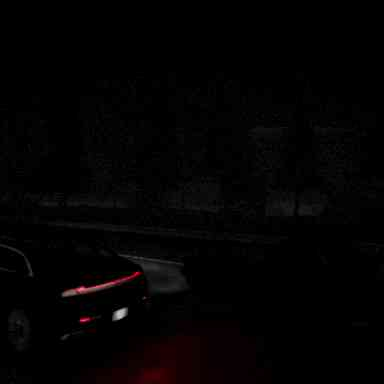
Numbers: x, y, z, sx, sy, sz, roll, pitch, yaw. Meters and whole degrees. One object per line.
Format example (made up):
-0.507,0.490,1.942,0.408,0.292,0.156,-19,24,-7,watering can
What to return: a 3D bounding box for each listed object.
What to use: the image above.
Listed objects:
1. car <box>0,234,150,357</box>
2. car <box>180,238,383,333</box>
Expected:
-2.992,1.533,6.123,4.902,1.511,2.128,-1,0,35,car
2.071,1.617,6.814,4.718,1.301,1.895,0,0,35,car
